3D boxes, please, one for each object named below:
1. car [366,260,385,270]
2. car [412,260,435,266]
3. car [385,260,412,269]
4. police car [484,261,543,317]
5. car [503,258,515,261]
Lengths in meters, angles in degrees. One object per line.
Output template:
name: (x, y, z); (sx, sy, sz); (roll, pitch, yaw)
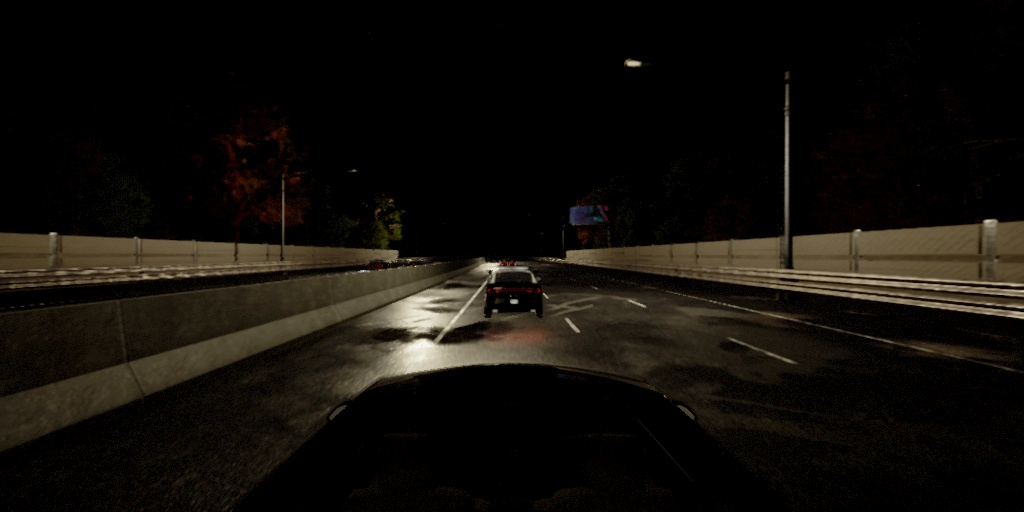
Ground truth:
car: (-18.232, 1.242, 48.908); (1.994, 1.385, 4.181); (0, 0, -1)
car: (-11.184, 1.245, 46.660); (1.994, 1.385, 4.181); (0, 0, -1)
car: (-14.716, 1.226, 47.935); (2.033, 1.411, 5.357); (0, 0, -1)
police car: (0.047, 1.157, 13.302); (1.930, 1.638, 5.238); (0, 0, 0)
car: (-0.422, 1.036, 43.131); (2.097, 1.767, 4.553); (0, 0, -1)
